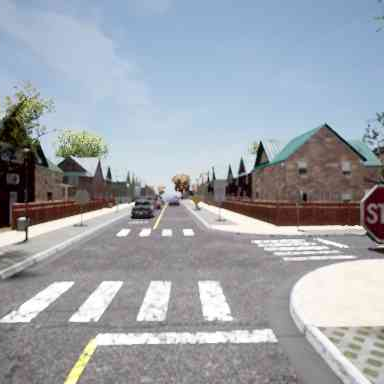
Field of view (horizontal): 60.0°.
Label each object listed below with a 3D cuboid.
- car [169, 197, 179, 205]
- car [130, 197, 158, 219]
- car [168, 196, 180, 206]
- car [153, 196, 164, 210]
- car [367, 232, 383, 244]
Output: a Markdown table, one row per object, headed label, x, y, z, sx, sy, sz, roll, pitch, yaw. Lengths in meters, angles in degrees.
| label | x | y | z | sx | sy | sz | roll | pitch | yaw |
| --- | --- | --- | --- | --- | --- | --- | --- | --- | --- |
| car | -3.607 | 1.738 | 65.529 | 1.994 | 1.385 | 4.181 | 0 | 0 | -3 |
| car | -4.309 | 1.502 | 29.438 | 1.837 | 1.490 | 4.892 | 0 | 0 | -3 |
| car | -2.993 | 1.661 | 56.140 | 2.033 | 1.411 | 5.357 | 0 | 0 | -3 |
| car | -5.171 | 1.401 | 44.036 | 2.097 | 1.767 | 4.553 | 0 | 0 | -3 |
| car | 9.097 | 1.482 | 12.040 | 4.718 | 1.301 | 1.895 | 0 | -1 | -4 |
